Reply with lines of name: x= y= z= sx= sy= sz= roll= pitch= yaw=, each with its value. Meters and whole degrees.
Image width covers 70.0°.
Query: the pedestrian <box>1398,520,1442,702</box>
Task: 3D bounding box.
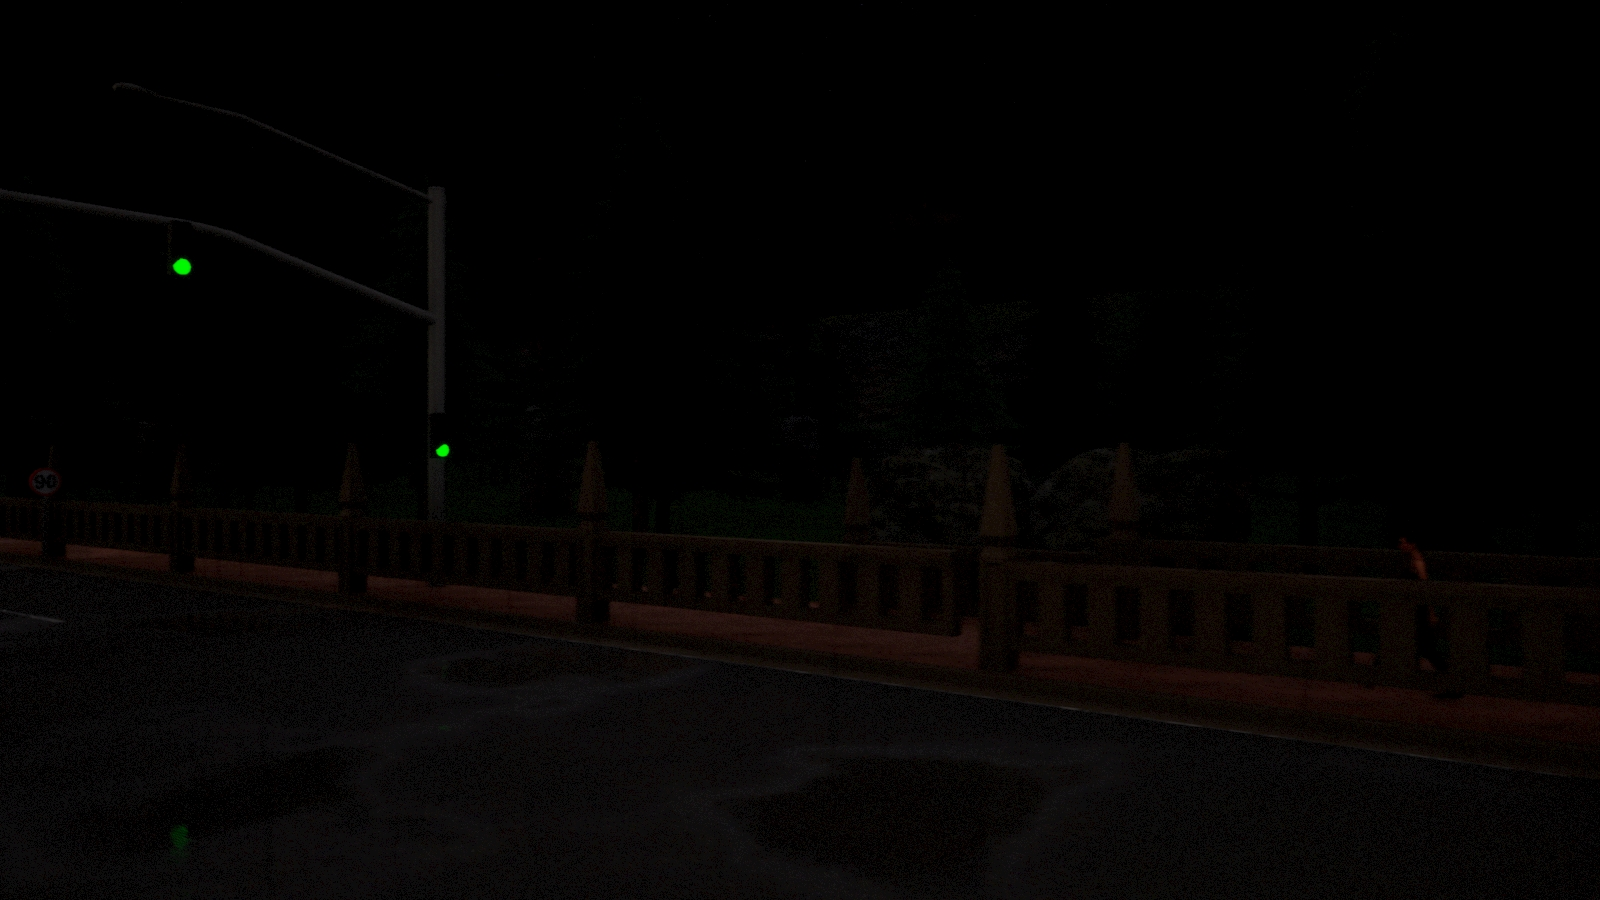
pedestrian: x=6.592 y=1.694 z=12.150 sx=0.375 sy=1.860 sz=0.375 roll=0 pitch=0 yaw=35
